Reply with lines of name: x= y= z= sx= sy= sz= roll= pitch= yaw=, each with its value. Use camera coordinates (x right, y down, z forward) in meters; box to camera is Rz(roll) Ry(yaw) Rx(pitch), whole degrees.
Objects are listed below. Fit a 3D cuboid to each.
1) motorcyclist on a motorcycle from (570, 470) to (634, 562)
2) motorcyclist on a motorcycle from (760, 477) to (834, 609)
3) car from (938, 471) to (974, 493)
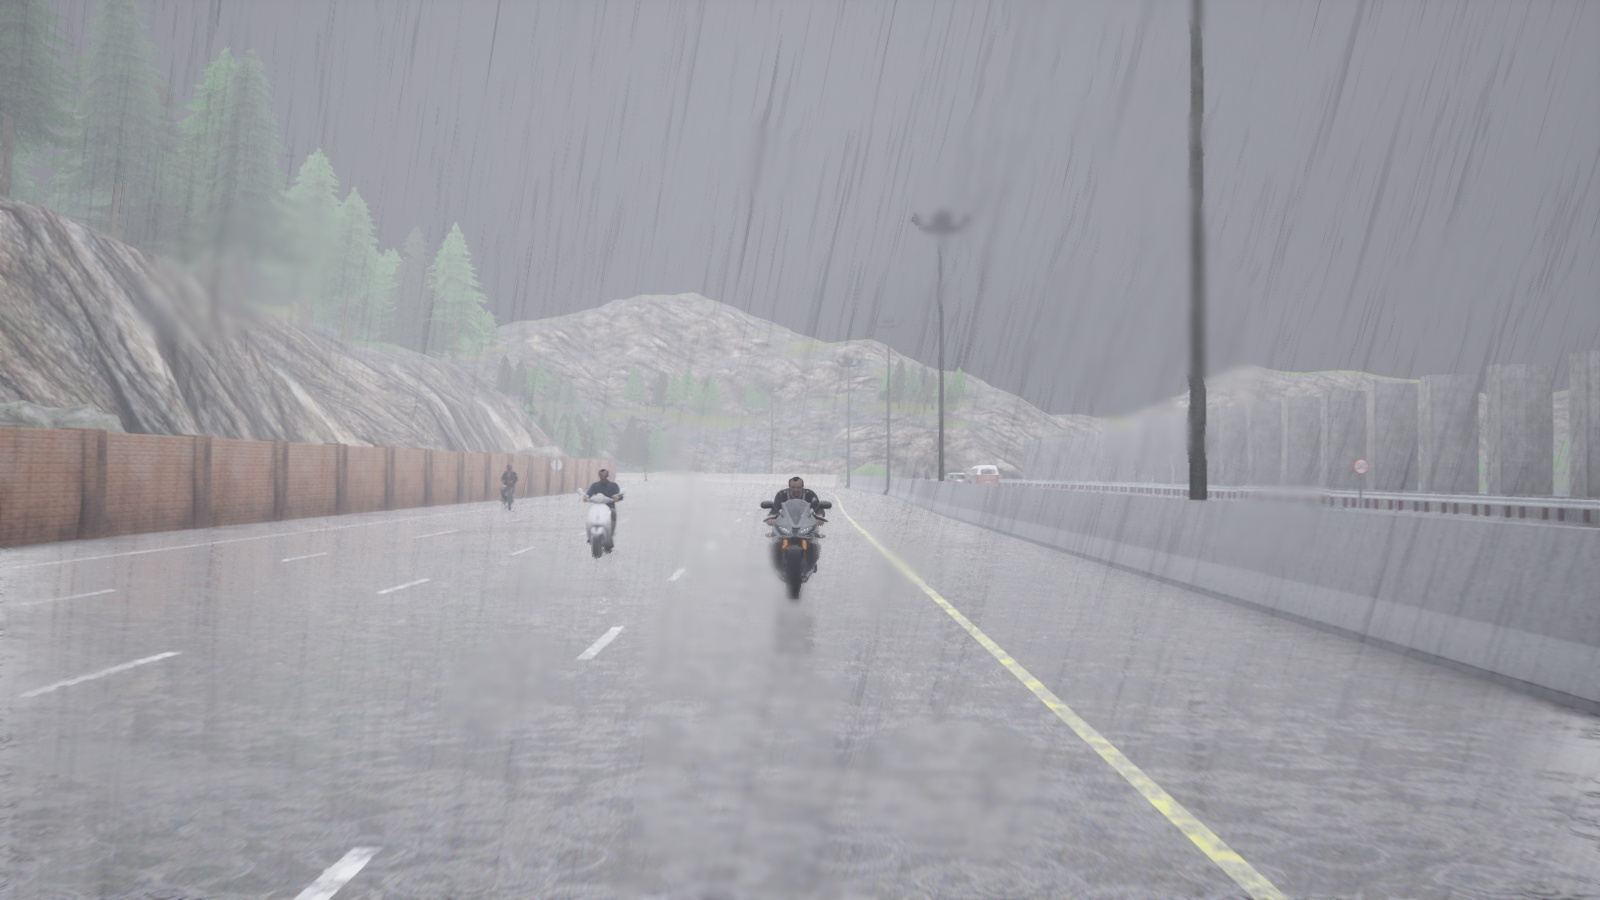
motorcyclist on a motorcycle: x=-3.560 y=1.162 z=22.715 sx=0.866 sy=1.590 sz=1.817 roll=0 pitch=-1 yaw=0
motorcyclist on a motorcycle: x=-0.041 y=1.116 z=15.876 sx=0.866 sy=1.530 sz=2.191 roll=0 pitch=-1 yaw=0
car: x=10.943 y=2.214 z=88.285 sx=1.970 sy=1.475 sz=3.806 roll=0 pitch=-1 yaw=-1
